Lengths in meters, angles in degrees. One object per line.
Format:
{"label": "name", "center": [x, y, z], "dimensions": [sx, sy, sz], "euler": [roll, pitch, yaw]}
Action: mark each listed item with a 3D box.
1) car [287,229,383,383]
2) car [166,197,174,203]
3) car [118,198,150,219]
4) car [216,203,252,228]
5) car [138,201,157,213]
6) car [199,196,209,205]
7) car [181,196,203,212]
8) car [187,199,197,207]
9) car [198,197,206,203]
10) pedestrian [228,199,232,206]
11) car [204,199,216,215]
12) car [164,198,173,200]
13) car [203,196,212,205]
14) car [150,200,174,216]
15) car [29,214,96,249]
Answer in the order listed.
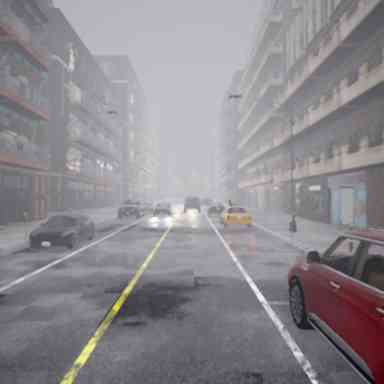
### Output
{"label": "car", "center": [2.703, 1.344, 3.977], "dimensions": [2.192, 1.841, 5.009], "euler": [1, 0, 0]}
{"label": "car", "center": [-5.699, 2.165, 87.354], "dimensions": [1.752, 1.417, 4.829], "euler": [1, 0, 0]}
{"label": "car", "center": [-5.684, 1.544, 31.847], "dimensions": [2.192, 1.841, 5.009], "euler": [1, 0, 0]}
{"label": "car", "center": [2.995, 1.625, 23.572], "dimensions": [1.801, 1.575, 5.366], "euler": [0, 0, 0]}
{"label": "car", "center": [-5.690, 1.892, 42.981], "dimensions": [1.802, 1.307, 4.206], "euler": [1, 0, 0]}
{"label": "car", "center": [2.686, 1.872, 76.358], "dimensions": [2.192, 1.841, 5.009], "euler": [1, 0, 0]}
{"label": "car", "center": [0.045, 1.539, 43.752], "dimensions": [2.150, 2.045, 5.566], "euler": [0, 0, 0]}
{"label": "car", "center": [-0.013, 1.967, 60.818], "dimensions": [1.812, 1.442, 4.674], "euler": [0, 0, 0]}
{"label": "car", "center": [2.682, 2.081, 87.493], "dimensions": [1.967, 1.590, 4.097], "euler": [1, 0, 0]}
{"label": "pedestrian", "center": [2.994, 1.485, 26.578], "dimensions": [0.375, 1.860, 0.375], "euler": [1, -1, -3]}
{"label": "car", "center": [2.692, 1.835, 37.382], "dimensions": [1.947, 1.339, 4.313], "euler": [1, 0, 0]}
{"label": "car", "center": [-5.697, 2.108, 76.388], "dimensions": [2.008, 1.369, 4.403], "euler": [1, 0, 0]}
{"label": "car", "center": [2.690, 1.747, 59.655], "dimensions": [2.192, 1.841, 5.009], "euler": [1, 0, 0]}
{"label": "car", "center": [-3.100, 1.858, 35.776], "dimensions": [1.895, 1.301, 4.718], "euler": [0, 0, 0]}
{"label": "car", "center": [-5.683, 1.675, 15.143], "dimensions": [1.947, 1.339, 4.313], "euler": [1, 0, 0]}
